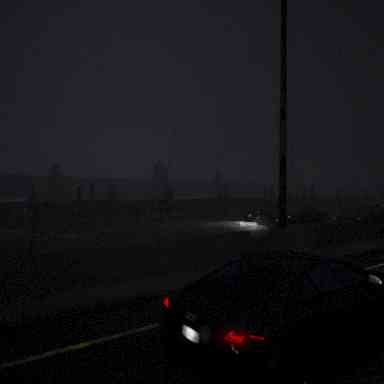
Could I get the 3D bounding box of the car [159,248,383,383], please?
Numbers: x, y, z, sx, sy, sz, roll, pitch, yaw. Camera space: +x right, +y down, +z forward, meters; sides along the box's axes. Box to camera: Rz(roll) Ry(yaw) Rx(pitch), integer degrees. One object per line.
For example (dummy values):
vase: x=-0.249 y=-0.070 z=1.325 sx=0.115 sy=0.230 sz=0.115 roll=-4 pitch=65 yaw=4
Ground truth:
car: x=1.617 y=1.553 z=4.899 sx=4.181 sy=1.385 sz=1.994 roll=0 pitch=0 yaw=-36

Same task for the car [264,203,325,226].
car: x=7.219 y=1.475 z=21.980 sx=4.674 sy=1.442 sz=1.812 roll=0 pitch=0 yaw=-35

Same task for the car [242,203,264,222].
car: x=5.830 y=1.511 z=25.266 sx=4.181 sy=1.385 sz=1.994 roll=0 pitch=0 yaw=-35

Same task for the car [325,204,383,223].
car: x=10.325 y=1.471 z=19.884 sx=4.674 sy=1.442 sz=1.812 roll=0 pitch=0 yaw=-35
